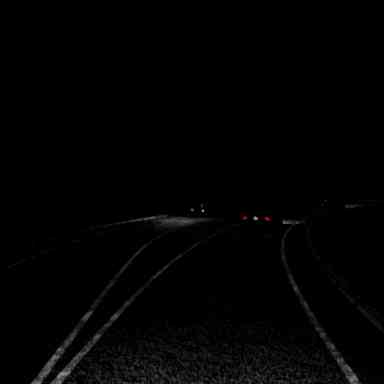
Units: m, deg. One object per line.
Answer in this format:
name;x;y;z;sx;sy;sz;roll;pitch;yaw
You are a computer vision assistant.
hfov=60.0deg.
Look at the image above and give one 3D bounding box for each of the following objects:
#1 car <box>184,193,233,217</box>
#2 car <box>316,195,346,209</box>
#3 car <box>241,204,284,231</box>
car;1.638;1.085;29.712;2.150;2.045;5.566;-1;0;36
car;15.677;1.119;37.468;2.128;1.511;4.902;-1;1;44
car;4.373;1.460;20.217;2.033;1.411;5.357;0;0;22
